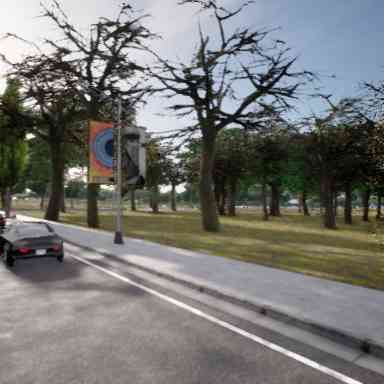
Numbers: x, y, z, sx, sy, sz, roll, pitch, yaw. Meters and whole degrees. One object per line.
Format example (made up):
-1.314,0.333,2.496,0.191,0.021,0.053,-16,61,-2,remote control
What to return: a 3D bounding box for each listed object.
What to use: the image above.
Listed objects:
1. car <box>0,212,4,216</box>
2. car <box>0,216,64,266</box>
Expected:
-15.513,2.128,25.402,1.882,1.535,5.008,1,-2,-36,car
-6.344,1.857,12.905,1.812,1.442,4.674,1,-2,-36,car
